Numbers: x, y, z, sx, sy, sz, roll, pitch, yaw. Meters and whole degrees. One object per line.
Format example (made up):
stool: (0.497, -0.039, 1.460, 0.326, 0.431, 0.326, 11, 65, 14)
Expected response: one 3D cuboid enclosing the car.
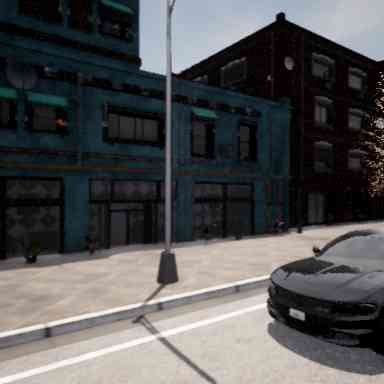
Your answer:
car: (3.533, 1.462, 6.174, 5.008, 1.535, 1.882, 0, 0, -35)
